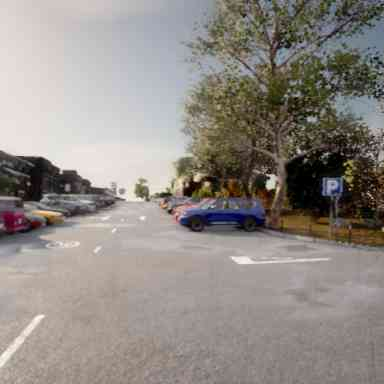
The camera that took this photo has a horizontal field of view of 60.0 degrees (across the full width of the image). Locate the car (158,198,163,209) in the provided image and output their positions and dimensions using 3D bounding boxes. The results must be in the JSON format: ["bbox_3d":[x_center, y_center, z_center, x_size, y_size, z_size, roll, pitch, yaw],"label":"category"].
[{"bbox_3d":[-1.336,1.806,43.112,5.366,1.575,1.946,1,-1,-8],"label":"car"}]

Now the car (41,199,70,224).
[{"bbox_3d":[-11.183,1.445,21.823,5.366,1.575,1.946,1,0,-8],"label":"car"}]

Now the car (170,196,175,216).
[{"bbox_3d":[1.529,1.424,23.830,5.566,2.045,2.435,1,0,-8],"label":"car"}]

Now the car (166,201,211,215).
[{"bbox_3d":[-0.409,1.797,37.616,4.792,1.488,2.163,1,-1,-8],"label":"car"}]

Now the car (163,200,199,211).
[{"bbox_3d":[-1.542,1.874,45.895,4.674,1.452,2.002,1,-1,-8],"label":"car"}]

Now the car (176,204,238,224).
[{"bbox_3d":[1.146,1.732,26.711,4.674,1.452,2.002,1,0,-8],"label":"car"}]

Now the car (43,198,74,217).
[{"bbox_3d":[-11.761,1.459,24.569,5.008,1.535,2.097,1,0,-8],"label":"car"}]

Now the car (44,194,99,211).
[{"bbox_3d":[-13.280,1.286,35.680,5.566,2.045,2.435,1,-1,-8],"label":"car"}]

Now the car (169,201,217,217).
[{"bbox_3d":[0.035,1.776,34.866,4.792,1.488,2.163,1,-1,-8],"label":"car"}]

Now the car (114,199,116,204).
[{"bbox_3d":[-16.763,1.515,60.667,5.566,2.045,2.435,1,-1,-8],"label":"car"}]

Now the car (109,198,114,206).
[{"bbox_3d":[-15.608,1.423,52.337,5.566,2.045,2.435,1,-1,-8],"label":"car"}]

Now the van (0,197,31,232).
[{"bbox_3d":[-10.701,1.190,16.230,4.442,1.987,1.878,1,0,-8],"label":"van"}]

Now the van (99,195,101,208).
[{"bbox_3d":[-13.972,1.358,41.245,4.442,1.987,1.878,1,-1,-8],"label":"van"}]

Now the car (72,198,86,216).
[{"bbox_3d":[-12.563,1.524,30.119,4.792,1.488,2.163,1,-1,-8],"label":"car"}]

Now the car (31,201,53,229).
[{"bbox_3d":[-10.950,1.462,19.025,4.792,1.488,2.163,1,0,-8],"label":"car"}]

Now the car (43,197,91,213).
[{"bbox_3d":[-12.927,1.516,32.893,4.892,1.521,2.231,1,-1,-8],"label":"car"}]

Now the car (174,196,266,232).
[{"bbox_3d":[1.899,1.412,21.195,5.566,2.045,2.435,1,0,-8],"label":"car"}]

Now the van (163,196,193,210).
[{"bbox_3d":[-2.190,1.655,51.433,4.442,1.987,1.878,1,-1,-8],"label":"van"}]

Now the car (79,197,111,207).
[{"bbox_3d":[-16.020,1.701,55.110,4.892,1.521,2.231,1,-1,-8],"label":"car"}]

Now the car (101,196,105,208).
[{"bbox_3d":[-14.484,1.605,44.001,4.892,1.521,2.231,1,-1,-8],"label":"car"}]

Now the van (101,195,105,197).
[{"bbox_3d":[-14.978,1.398,46.766,4.442,1.987,1.878,1,-1,-8],"label":"van"}]

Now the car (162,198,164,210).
[{"bbox_3d":[-0.772,1.790,40.378,5.008,1.535,2.097,1,-1,-8],"label":"car"}]

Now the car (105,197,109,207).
[{"bbox_3d":[-15.283,1.522,49.553,4.553,1.767,2.185,1,-1,-8],"label":"car"}]

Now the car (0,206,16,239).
[{"bbox_3d":[-10.229,1.434,13.464,4.792,1.488,2.163,1,0,-8],"label":"car"}]

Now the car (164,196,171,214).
[{"bbox_3d":[0.370,1.474,32.105,5.566,2.045,2.435,1,-1,-8],"label":"car"}]

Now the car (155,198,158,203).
[{"bbox_3d":[-3.834,1.994,62.445,5.008,1.535,2.097,1,-1,-8],"label":"car"}]
